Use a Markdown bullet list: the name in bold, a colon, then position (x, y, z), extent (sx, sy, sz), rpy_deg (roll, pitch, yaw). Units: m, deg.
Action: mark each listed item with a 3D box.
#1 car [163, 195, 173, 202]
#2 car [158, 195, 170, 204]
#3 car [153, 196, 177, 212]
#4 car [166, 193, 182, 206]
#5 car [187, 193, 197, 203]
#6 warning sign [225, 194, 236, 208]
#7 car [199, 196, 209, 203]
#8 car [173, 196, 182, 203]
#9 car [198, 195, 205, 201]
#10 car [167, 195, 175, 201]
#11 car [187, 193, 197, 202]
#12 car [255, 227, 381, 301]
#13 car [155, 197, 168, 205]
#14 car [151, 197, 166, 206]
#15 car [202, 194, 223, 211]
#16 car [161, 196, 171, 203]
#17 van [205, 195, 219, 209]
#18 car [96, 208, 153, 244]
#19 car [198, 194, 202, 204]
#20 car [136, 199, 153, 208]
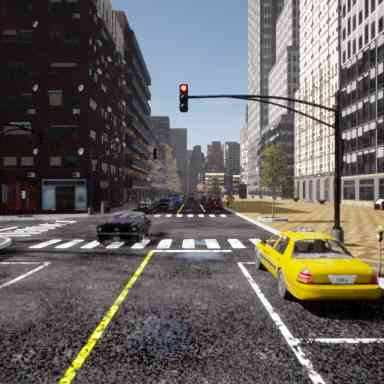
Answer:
- **car**: position (-5.727, 1.518, 79.176), extent (1.967, 1.590, 4.097), rpy_deg (0, 0, 0)
- **car**: position (-5.723, 1.498, 68.122), extent (1.967, 1.590, 4.097), rpy_deg (0, 0, 0)
- **car**: position (-3.116, 1.522, 39.242), extent (1.837, 1.490, 4.892), rpy_deg (0, 0, 0)
- **car**: position (-3.112, 1.259, 55.642), extent (2.150, 2.045, 5.566), rpy_deg (0, 0, 0)
- **car**: position (-0.029, 1.565, 69.268), extent (1.837, 1.490, 4.892), rpy_deg (0, 0, 0)
- **warning sign**: position (5.054, 1.136, 43.750), extent (1.300, 1.860, 1.060), rpy_deg (0, 0, 0)
- **car**: position (2.656, 1.612, 73.652), extent (1.887, 1.381, 4.507), rpy_deg (0, 0, 0)
- **car**: position (-3.029, 1.572, 71.085), extent (1.812, 1.442, 4.674), rpy_deg (0, 0, 0)
- **car**: position (2.649, 1.627, 90.402), extent (1.752, 1.417, 4.829), rpy_deg (0, 0, 0)
- **car**: position (-5.731, 1.626, 90.059), extent (1.752, 1.417, 4.829), rpy_deg (0, 0, 0)
- **car**: position (-0.032, 1.218, 79.716), extent (2.150, 2.045, 5.566), rpy_deg (0, 0, 0)
- **car**: position (2.683, 1.526, 8.250), extent (1.752, 1.417, 4.829), rpy_deg (0, 0, 0)
- **car**: position (-5.720, 1.593, 62.595), extent (1.887, 1.381, 4.507), rpy_deg (0, 0, 0)
- **car**: position (-5.717, 1.589, 57.069), extent (2.008, 1.369, 4.403), rpy_deg (0, 0, 0)
- **car**: position (2.669, 1.333, 40.493), extent (2.192, 1.841, 5.009), rpy_deg (0, 0, 0)
- **car**: position (-5.724, 1.650, 73.649), extent (1.802, 1.307, 4.206), rpy_deg (0, 0, 0)
- **van**: position (2.666, 1.365, 46.019), extent (1.690, 1.788, 3.998), rpy_deg (0, 0, 0)
- **car**: position (-3.117, 1.644, 15.974), extent (1.895, 1.301, 4.718), rpy_deg (0, -1, 0)
- **car**: position (2.659, 1.363, 62.598), extent (2.192, 1.841, 5.009), rpy_deg (0, 0, 0)
- **car**: position (-5.710, 1.568, 40.489), extent (2.008, 1.369, 4.403), rpy_deg (0, 0, 0)
